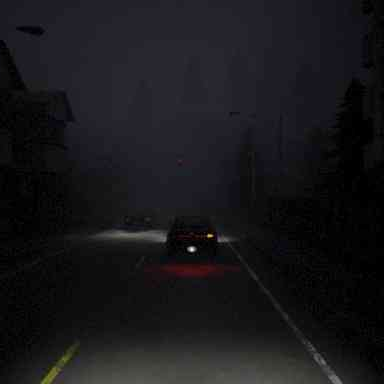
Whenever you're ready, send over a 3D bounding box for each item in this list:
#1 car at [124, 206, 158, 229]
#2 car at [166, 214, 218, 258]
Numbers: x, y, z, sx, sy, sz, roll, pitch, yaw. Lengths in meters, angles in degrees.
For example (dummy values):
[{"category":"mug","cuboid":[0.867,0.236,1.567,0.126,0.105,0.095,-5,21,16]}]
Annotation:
[{"category":"car","cuboid":[-3.537,1.737,23.760,1.882,1.535,5.008,0,-1,0]},{"category":"car","cuboid":[0.009,1.655,13.486,1.837,1.490,4.892,0,0,0]}]
